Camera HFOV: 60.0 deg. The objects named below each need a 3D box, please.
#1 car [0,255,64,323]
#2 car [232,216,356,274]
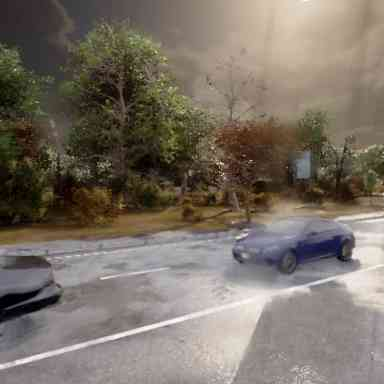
[{"bbox_3d":[-4.804,1.548,4.846,5.357,1.411,2.033,0,0,-36],"label":"car"},{"bbox_3d":[3.409,1.519,10.648,4.674,1.442,1.812,0,0,-35],"label":"car"}]
